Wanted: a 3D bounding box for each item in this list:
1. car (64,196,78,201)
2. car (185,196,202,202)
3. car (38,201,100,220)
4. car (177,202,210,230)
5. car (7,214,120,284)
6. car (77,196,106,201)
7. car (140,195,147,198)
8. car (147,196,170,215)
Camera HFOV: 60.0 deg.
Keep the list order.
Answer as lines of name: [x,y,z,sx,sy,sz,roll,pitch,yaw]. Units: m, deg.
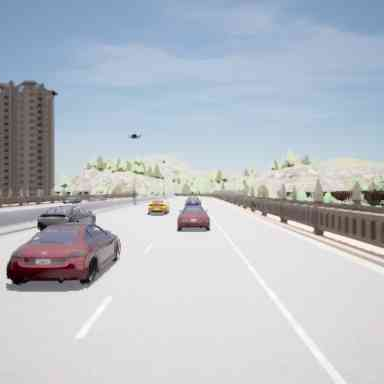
car: [-20.557,1.494,57.525,2.128,1.511,4.902,0,0,2]
car: [0.200,1.354,42.060,2.097,1.767,4.553,0,0,1]
car: [-6.900,1.492,18.740,2.128,1.511,4.902,0,0,0]
car: [0.100,1.565,21.064,1.994,1.385,4.181,0,0,0]
car: [-3.400,1.564,9.612,1.994,1.385,4.181,0,0,0]
car: [-13.901,1.603,46.230,1.895,1.301,4.718,0,0,2]
car: [-12.632,1.525,88.430,1.994,1.385,4.181,0,0,2]
car: [-3.385,1.479,34.668,1.882,1.535,5.008,0,0,0]
